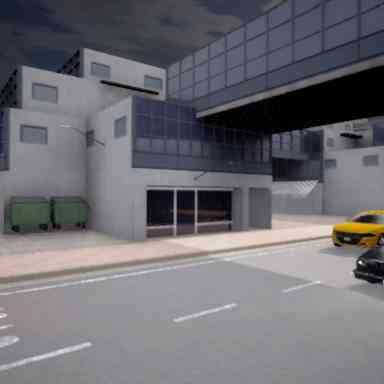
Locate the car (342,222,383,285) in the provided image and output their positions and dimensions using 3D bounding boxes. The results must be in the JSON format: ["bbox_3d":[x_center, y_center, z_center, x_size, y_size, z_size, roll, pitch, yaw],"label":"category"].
[{"bbox_3d":[6.431,1.614,8.822,5.357,1.411,2.033,0,0,-37],"label":"car"}]

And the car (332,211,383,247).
[{"bbox_3d":[8.011,1.574,14.372,5.008,1.535,1.882,1,0,-37],"label":"car"}]
